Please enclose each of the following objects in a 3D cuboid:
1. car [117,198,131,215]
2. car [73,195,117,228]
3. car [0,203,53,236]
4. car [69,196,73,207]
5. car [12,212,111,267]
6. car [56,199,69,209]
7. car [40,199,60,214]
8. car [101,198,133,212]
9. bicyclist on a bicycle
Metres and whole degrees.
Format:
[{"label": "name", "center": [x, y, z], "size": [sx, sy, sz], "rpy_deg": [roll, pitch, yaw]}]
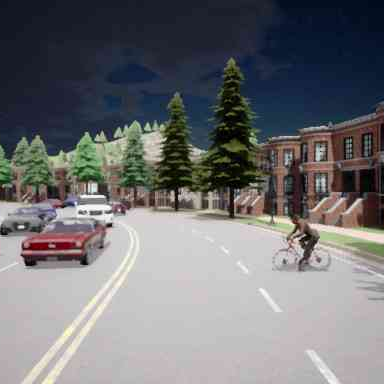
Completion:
[{"label": "car", "center": [-8.136, 1.524, 33.327], "size": [1.812, 1.442, 4.674], "rpy_deg": [0, 0, -33]}, {"label": "car", "center": [-6.589, 1.221, 22.146], "size": [2.150, 2.045, 5.566], "rpy_deg": [0, 0, -20]}, {"label": "car", "center": [-9.101, 1.563, 18.431], "size": [1.994, 1.385, 4.181], "rpy_deg": [0, 0, -18]}, {"label": "car", "center": [-16.404, 1.350, 47.164], "size": [4.553, 1.767, 2.097], "rpy_deg": [0, 0, 39]}, {"label": "car", "center": [-4.213, 1.600, 11.651], "size": [1.895, 1.301, 4.718], "rpy_deg": [0, 0, -6]}, {"label": "car", "center": [-18.998, 1.562, 44.841], "size": [4.181, 1.385, 1.994], "rpy_deg": [0, 0, 37]}, {"label": "car", "center": [-10.925, 1.525, 24.293], "size": [1.812, 1.442, 4.674], "rpy_deg": [0, 0, -25]}, {"label": "car", "center": [-9.153, 1.501, 40.281], "size": [1.837, 1.490, 4.892], "rpy_deg": [0, 0, -40]}, {"label": "bicyclist on a bicycle", "center": [3.051, 1.448, 9.293], "size": [1.656, 1.620, 0.582], "rpy_deg": [-2, 0, -2]}]
